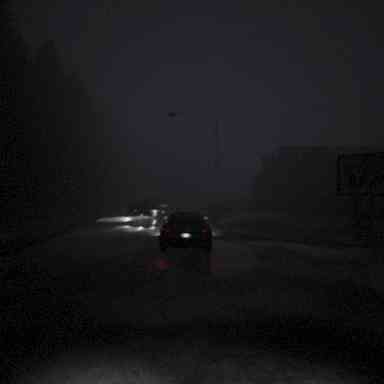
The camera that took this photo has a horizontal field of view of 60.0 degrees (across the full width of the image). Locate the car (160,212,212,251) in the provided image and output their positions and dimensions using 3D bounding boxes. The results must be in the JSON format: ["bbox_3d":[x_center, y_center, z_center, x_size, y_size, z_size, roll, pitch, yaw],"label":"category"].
[{"bbox_3d":[-0.258,1.495,13.746,1.994,1.385,4.181,0,0,-1],"label":"car"}]

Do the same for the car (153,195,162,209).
[{"bbox_3d":[-5.065,1.281,40.730,1.837,1.490,4.892,0,0,-1],"label":"car"}]

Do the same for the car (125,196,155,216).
[{"bbox_3d":[-4.834,1.391,30.375,1.994,1.385,4.181,0,0,-1],"label":"car"}]

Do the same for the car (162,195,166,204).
[{"bbox_3d":[-5.350,1.232,54.953,1.812,1.442,4.674,0,0,-1],"label":"car"}]
